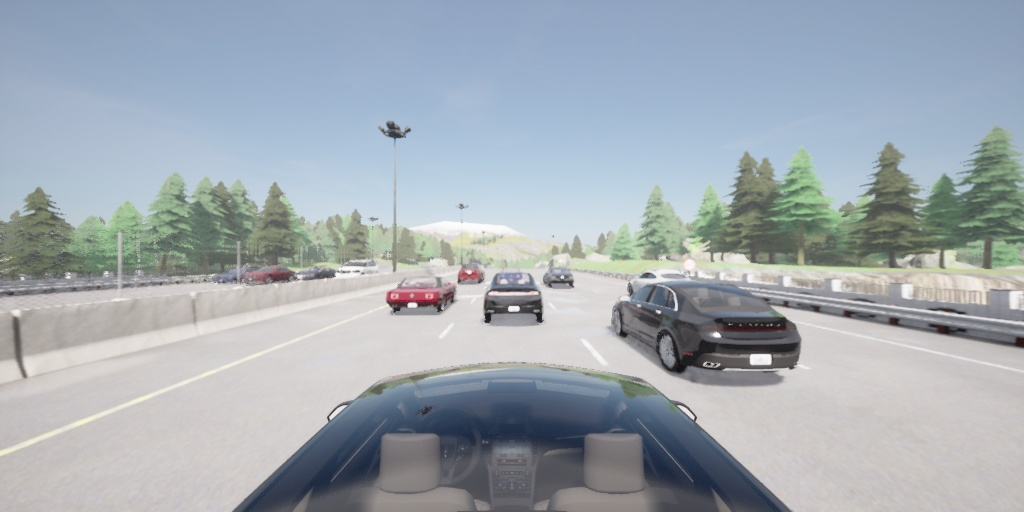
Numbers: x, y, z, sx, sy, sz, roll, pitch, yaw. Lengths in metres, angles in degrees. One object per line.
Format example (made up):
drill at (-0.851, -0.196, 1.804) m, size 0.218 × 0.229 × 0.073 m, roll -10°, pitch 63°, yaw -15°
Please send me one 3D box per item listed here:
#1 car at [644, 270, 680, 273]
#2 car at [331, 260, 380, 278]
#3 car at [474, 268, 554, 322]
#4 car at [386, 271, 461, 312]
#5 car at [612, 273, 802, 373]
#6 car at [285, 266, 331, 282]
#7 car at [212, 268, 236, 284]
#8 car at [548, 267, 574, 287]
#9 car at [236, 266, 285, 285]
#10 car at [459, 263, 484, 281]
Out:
car at (6.994, 1.363, 16.936) m, size 1.812 × 1.442 × 4.674 m, roll 0°, pitch -1°, yaw -1°
car at (-14.230, 1.388, 33.512) m, size 2.150 × 2.045 × 5.566 m, roll 0°, pitch -1°, yaw 0°
car at (0.037, 1.312, 12.629) m, size 2.128 × 1.511 × 4.902 m, roll 0°, pitch -1°, yaw 0°
car at (-3.477, 1.458, 14.712) m, size 1.895 × 1.301 × 4.718 m, roll 0°, pitch -1°, yaw 0°
car at (3.571, 1.267, 7.601) m, size 1.837 × 1.490 × 4.892 m, roll 0°, pitch 0°, yaw 0°
car at (-17.734, 1.657, 32.549) m, size 2.128 × 1.511 × 4.902 m, roll 0°, pitch -1°, yaw 0°
car at (-24.729, 1.753, 33.171) m, size 2.033 × 1.411 × 5.357 m, roll 0°, pitch -1°, yaw 0°
car at (3.438, 1.539, 27.110) m, size 2.033 × 1.411 × 5.357 m, roll 0°, pitch -1°, yaw 0°
car at (-21.236, 1.645, 31.627) m, size 1.882 × 1.535 × 5.008 m, roll 0°, pitch -1°, yaw 0°
car at (-3.598, 1.449, 32.242) m, size 2.097 × 1.767 × 4.553 m, roll 0°, pitch -1°, yaw 0°
